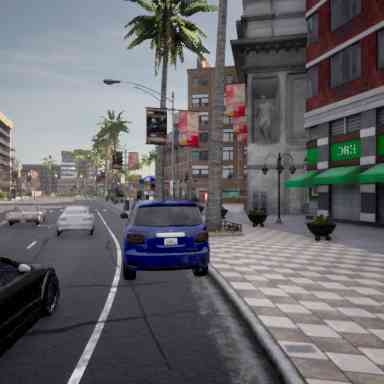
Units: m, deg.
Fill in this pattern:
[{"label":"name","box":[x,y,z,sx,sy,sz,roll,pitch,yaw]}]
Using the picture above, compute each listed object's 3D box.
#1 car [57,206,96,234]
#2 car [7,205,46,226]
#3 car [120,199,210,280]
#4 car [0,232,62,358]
[{"label":"car","box":[-6.464,1.520,18.714,1.812,1.442,4.674,0,0,-16]},{"label":"car","box":[-11.592,1.591,23.617,1.895,1.301,4.718,0,0,-17]},{"label":"car","box":[-0.984,1.218,10.212,2.150,2.045,5.566,0,0,-11]},{"label":"car","box":[-3.420,1.561,4.705,1.994,1.385,4.181,0,0,-4]}]
